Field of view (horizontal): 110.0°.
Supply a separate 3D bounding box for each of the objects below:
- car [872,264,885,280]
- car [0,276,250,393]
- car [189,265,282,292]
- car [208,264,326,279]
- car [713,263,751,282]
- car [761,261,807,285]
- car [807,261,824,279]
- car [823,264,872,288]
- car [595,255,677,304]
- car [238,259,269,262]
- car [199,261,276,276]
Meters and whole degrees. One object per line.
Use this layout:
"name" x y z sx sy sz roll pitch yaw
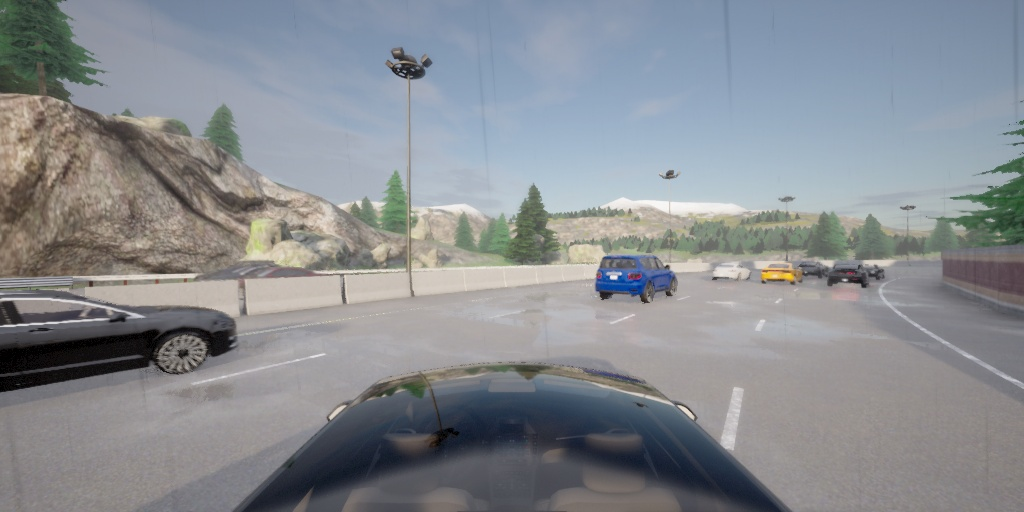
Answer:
"car" 30.476 1.351 30.782 4.718 1.301 1.895 0 0 -39
"car" -7.067 1.242 5.256 2.128 1.511 4.902 0 0 33
"car" -16.872 1.314 22.065 1.994 1.385 4.181 0 0 37
"car" -11.522 1.276 17.571 1.812 1.442 4.674 0 0 37
"car" 17.981 1.276 29.334 4.674 1.442 1.812 0 0 -43
"car" 19.786 1.228 26.212 5.008 1.535 1.882 0 0 -43
"car" 27.757 1.242 33.063 4.902 1.511 2.128 0 0 -39
"car" 22.524 1.255 23.984 4.892 1.490 1.837 0 0 -43
"car" 5.911 0.972 16.809 2.150 2.045 5.566 0 0 40
"car" -18.818 1.102 25.304 2.097 1.767 4.553 0 0 37
"car" -14.128 1.241 19.910 2.128 1.511 4.902 0 0 37
